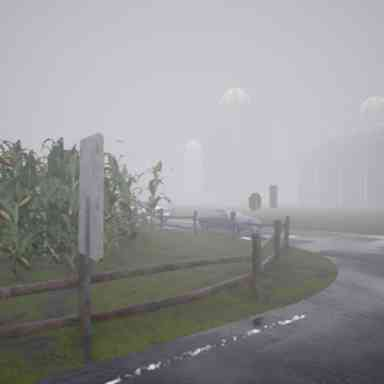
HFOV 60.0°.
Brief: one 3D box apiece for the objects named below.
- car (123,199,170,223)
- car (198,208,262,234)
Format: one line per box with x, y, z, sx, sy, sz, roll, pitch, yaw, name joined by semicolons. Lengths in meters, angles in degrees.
-4.194;1.622;29.260;2.150;2.045;5.566;0;-1;-37;car
2.228;1.748;20.693;1.812;1.442;4.674;0;-1;-36;car
